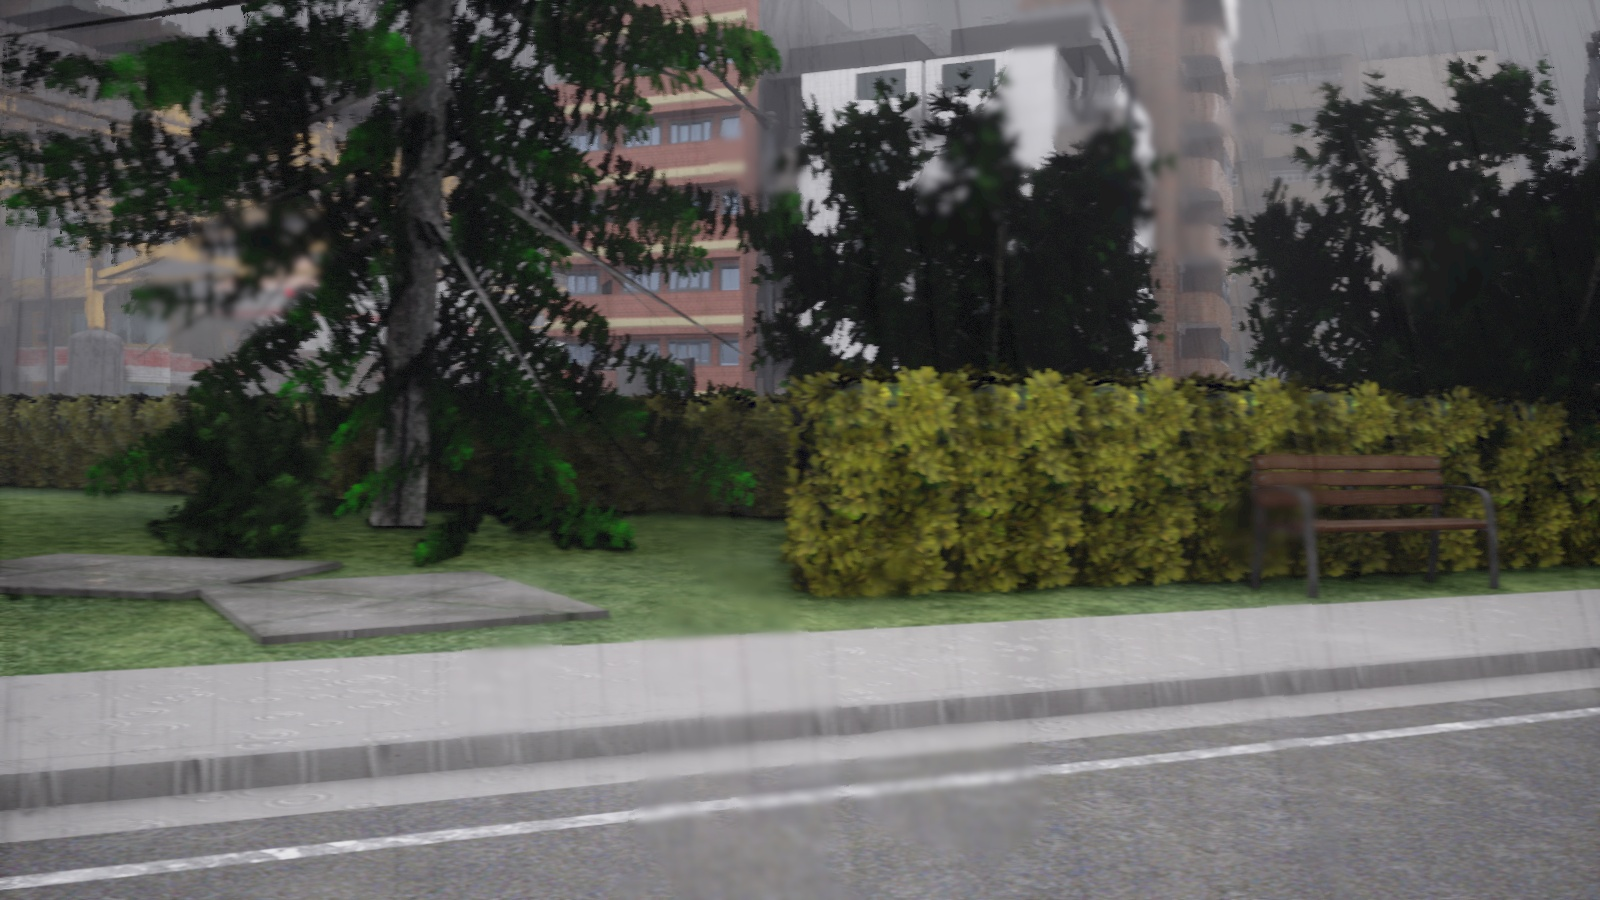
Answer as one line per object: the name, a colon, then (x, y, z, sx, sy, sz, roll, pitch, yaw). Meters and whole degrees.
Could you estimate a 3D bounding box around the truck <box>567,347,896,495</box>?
truck: (-1.798, -0.698, 32.228, 7.936, 3.462, 2.891, 0, 1, 24)
